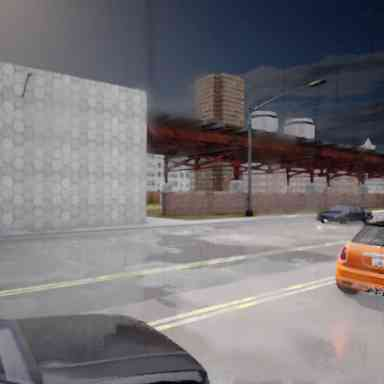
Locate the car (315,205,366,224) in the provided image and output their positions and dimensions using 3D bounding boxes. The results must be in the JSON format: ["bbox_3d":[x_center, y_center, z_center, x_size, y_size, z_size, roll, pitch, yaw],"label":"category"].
[{"bbox_3d":[11.672,1.675,25.238,5.357,1.411,2.033,0,0,-36],"label":"car"}]

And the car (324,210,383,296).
[{"bbox_3d":[5.398,1.398,7.612,4.553,1.767,2.097,0,0,-34],"label":"car"}]

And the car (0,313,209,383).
[{"bbox_3d":[-2.382,1.543,2.046,5.357,1.411,2.033,0,0,-36],"label":"car"}]
